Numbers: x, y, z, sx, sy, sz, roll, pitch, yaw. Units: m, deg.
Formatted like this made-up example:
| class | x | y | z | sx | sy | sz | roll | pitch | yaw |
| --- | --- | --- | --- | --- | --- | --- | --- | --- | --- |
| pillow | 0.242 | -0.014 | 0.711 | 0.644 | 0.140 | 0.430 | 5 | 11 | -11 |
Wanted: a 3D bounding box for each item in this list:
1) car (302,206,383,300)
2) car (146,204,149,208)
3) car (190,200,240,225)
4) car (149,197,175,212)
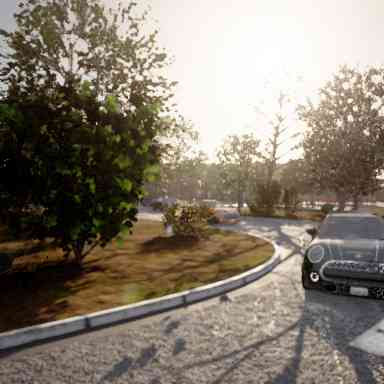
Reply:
| class | x | y | z | sx | sy | sz | roll | pitch | yaw |
| --- | --- | --- | --- | --- | --- | --- | --- | --- | --- |
| car | 4.097 | 1.305 | 8.418 | 2.097 | 1.767 | 4.553 | 0 | 0 | 24 |
| car | -4.721 | 1.522 | 47.070 | 5.008 | 1.535 | 1.882 | 0 | 0 | 3 |
| car | 1.279 | 1.340 | 23.555 | 2.097 | 1.767 | 4.553 | 1 | -1 | -37 |
| car | -3.247 | 1.374 | 39.660 | 2.097 | 1.767 | 4.553 | 1 | 0 | -22 |
